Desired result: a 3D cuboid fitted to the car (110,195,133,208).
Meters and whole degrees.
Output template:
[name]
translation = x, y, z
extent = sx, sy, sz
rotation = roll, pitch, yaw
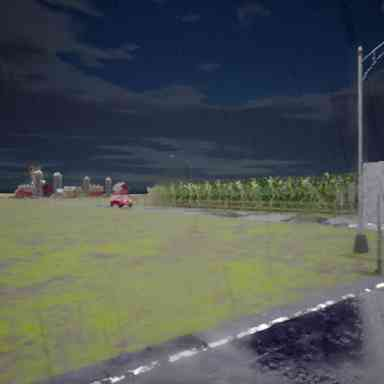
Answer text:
[car]
translation = -11.714, 1.519, 55.079
extent = 2.150, 2.045, 5.566
rotation = 0, 0, -34
